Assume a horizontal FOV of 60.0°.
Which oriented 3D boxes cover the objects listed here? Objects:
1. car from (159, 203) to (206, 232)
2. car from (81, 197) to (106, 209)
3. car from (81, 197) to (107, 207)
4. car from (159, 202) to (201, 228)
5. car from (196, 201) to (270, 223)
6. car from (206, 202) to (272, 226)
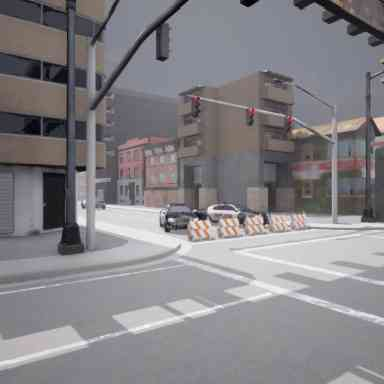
[{"bbox_3d":[-0.832,1.453,19.983,2.038,1.542,4.974,0,0,-11],"label":"car"},{"bbox_3d":[-12.931,1.453,43.628,2.038,1.542,4.974,0,0,-36],"label":"car"},{"bbox_3d":[-12.962,1.295,43.670,1.853,1.218,4.536,0,0,-36],"label":"car"},{"bbox_3d":[-0.842,1.295,20.034,1.853,1.218,4.536,0,0,-11],"label":"car"},{"bbox_3d":[2.698,1.295,22.165,4.536,1.218,1.853,0,0,34],"label":"car"},{"bbox_3d":[2.741,1.453,22.136,4.974,1.542,2.038,0,0,34],"label":"car"}]
